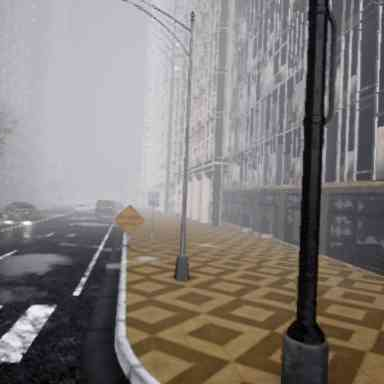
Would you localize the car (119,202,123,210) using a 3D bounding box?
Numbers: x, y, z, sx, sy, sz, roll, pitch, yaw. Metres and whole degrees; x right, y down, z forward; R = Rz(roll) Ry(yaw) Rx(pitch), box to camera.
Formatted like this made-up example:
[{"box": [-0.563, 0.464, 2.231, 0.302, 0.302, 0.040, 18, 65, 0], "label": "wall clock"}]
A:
[{"box": [-15.044, 2.708, 67.657, 2.097, 1.767, 4.553, 3, -2, -11], "label": "car"}]

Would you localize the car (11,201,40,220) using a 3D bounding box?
[{"box": [-15.736, 1.837, 31.389, 1.812, 1.442, 4.674, 3, -2, -11], "label": "car"}]

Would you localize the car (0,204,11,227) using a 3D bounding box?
[{"box": [-13.799, 1.614, 21.565, 1.837, 1.490, 4.892, 3, -2, -11], "label": "car"}]

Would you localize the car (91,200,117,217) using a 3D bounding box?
[{"box": [-11.020, 2.022, 42.043, 2.150, 2.045, 5.566, 3, -2, -11], "label": "car"}]

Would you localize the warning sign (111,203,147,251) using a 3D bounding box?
[{"box": [-2.654, 1.457, 14.059, 1.300, 1.860, 1.060, 4, -1, -11], "label": "warning sign"}]

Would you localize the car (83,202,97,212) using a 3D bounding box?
[{"box": [-17.135, 2.477, 56.116, 1.812, 1.442, 4.674, 3, -2, -11], "label": "car"}]

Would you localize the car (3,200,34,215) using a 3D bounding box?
[{"box": [-20.664, 1.828, 39.767, 1.882, 1.535, 5.008, 3, -2, -11], "label": "car"}]

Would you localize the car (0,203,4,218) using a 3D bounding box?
[{"box": [-18.769, 1.713, 29.942, 1.994, 1.385, 4.181, 3, -2, -12], "label": "car"}]

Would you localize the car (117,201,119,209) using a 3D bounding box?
[{"box": [-13.109, 2.235, 52.588, 2.150, 2.045, 5.566, 3, -2, -11], "label": "car"}]

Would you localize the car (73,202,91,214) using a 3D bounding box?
[{"box": [-15.126, 2.273, 45.986, 1.812, 1.442, 4.674, 3, -2, -11], "label": "car"}]
